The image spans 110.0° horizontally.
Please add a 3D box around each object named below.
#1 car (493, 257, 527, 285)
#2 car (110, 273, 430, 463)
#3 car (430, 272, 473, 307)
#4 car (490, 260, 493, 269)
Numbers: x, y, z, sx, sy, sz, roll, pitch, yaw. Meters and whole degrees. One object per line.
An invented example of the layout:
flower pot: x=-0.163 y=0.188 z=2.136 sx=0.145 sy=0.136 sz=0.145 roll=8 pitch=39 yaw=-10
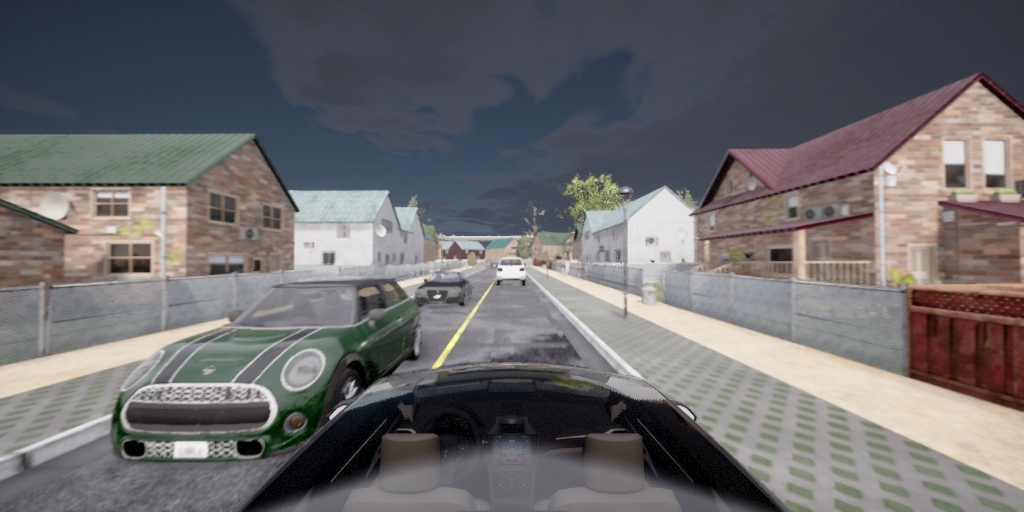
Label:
car: x=-0.049 y=1.107 z=28.046 sx=2.150 sy=2.045 sz=5.566 roll=0 pitch=0 yaw=0
car: x=-2.857 y=1.130 z=5.422 sx=2.097 sy=1.767 sz=4.553 roll=0 pitch=0 yaw=0
car: x=-2.889 y=1.396 z=15.905 sx=1.994 sy=1.385 sz=4.181 roll=0 pitch=0 yaw=0
car: x=-3.071 y=1.549 z=65.378 sx=2.128 sy=1.511 sz=4.902 roll=0 pitch=0 yaw=-1
